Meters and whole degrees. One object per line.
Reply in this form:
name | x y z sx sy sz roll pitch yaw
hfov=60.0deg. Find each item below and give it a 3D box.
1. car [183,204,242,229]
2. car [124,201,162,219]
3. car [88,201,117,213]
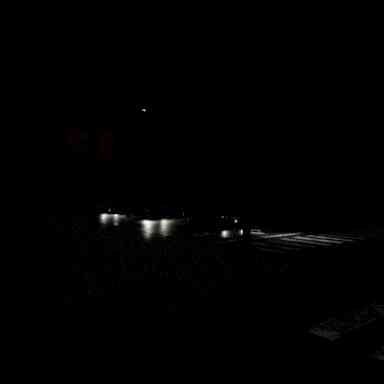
car | 1.281 1.554 22.559 2.128 1.511 4.902 0 0 -36
car | -4.547 1.579 30.666 1.882 1.535 5.008 0 0 -35
car | -10.454 1.741 38.897 1.895 1.301 4.718 0 0 -36
